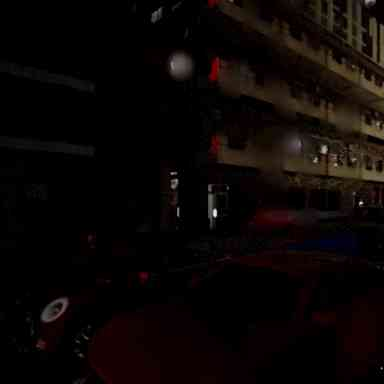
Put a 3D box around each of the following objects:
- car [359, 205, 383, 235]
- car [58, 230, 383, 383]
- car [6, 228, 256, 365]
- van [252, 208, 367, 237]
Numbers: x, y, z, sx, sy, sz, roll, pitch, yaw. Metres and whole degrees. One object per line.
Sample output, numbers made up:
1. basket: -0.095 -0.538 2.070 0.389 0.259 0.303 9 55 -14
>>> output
1. car: 7.447 1.460 13.170 5.009 1.841 2.192 0 0 -40
2. car: 1.169 1.541 4.309 5.008 1.535 1.882 0 -1 -40
3. car: -0.997 1.550 5.976 4.097 1.590 1.967 0 0 -40
4. van: 3.225 1.468 9.573 3.998 1.788 1.690 0 0 -40
